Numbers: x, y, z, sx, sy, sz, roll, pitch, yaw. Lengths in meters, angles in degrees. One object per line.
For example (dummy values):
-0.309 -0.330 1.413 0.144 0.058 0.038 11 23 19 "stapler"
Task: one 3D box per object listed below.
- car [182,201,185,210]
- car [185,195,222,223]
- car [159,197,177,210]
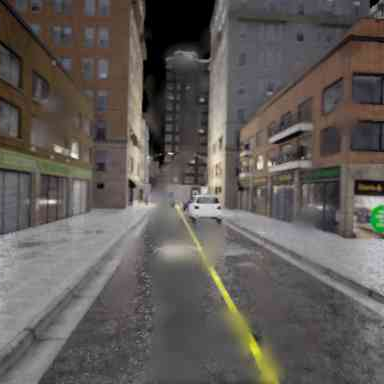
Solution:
-0.177 1.481 40.867 1.812 1.442 4.674 1 0 -4 "car"
0.930 1.219 25.431 2.150 2.045 5.566 1 0 -4 "car"
-3.041 1.393 41.842 1.837 1.490 4.892 1 0 -4 "car"
